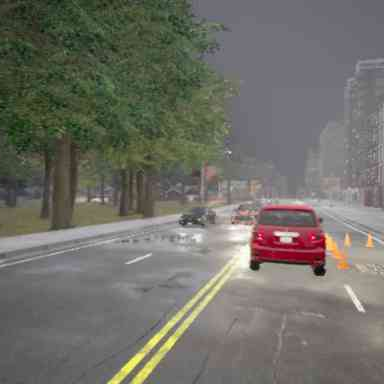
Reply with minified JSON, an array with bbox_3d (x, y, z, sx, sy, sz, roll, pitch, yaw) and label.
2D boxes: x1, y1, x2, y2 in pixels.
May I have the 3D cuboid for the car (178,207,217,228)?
[{"bbox_3d":[0.618,1.869,25.714,2.033,1.411,5.357,1,-1,17],"label":"car"}]

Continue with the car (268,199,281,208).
[{"bbox_3d":[16.440,2.295,66.238,2.128,1.511,4.902,1,0,17],"label":"car"}]

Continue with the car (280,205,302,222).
[{"bbox_3d":[10.444,2.203,35.007,2.033,1.411,5.357,1,-1,17],"label":"car"}]

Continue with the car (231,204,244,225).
[{"bbox_3d":[4.592,1.788,27.594,2.097,1.767,4.553,1,-1,17],"label":"car"}]

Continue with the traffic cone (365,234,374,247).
[{"bbox_3d":[8.660,2.351,16.203,0.340,0.580,0.340,1,-1,17],"label":"traffic cone"}]

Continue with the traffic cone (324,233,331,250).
[{"bbox_3d":[6.166,2.277,14.871,0.340,0.580,0.340,1,-1,17],"label":"traffic cone"}]

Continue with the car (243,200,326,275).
[{"bbox_3d":[3.342,1.438,11.618,2.150,2.045,5.566,1,-1,17],"label":"car"}]

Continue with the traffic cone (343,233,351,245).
[{"bbox_3d":[7.704,2.332,16.494,0.340,0.580,0.340,1,-1,17],"label":"traffic cone"}]

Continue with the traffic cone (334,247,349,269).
[{"bbox_3d":[5.003,2.204,11.045,0.340,0.580,0.340,1,-1,17],"label":"traffic cone"}]

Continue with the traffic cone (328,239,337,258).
[{"bbox_3d":[5.584,2.240,12.958,0.340,0.580,0.340,1,-1,17],"label":"traffic cone"}]
